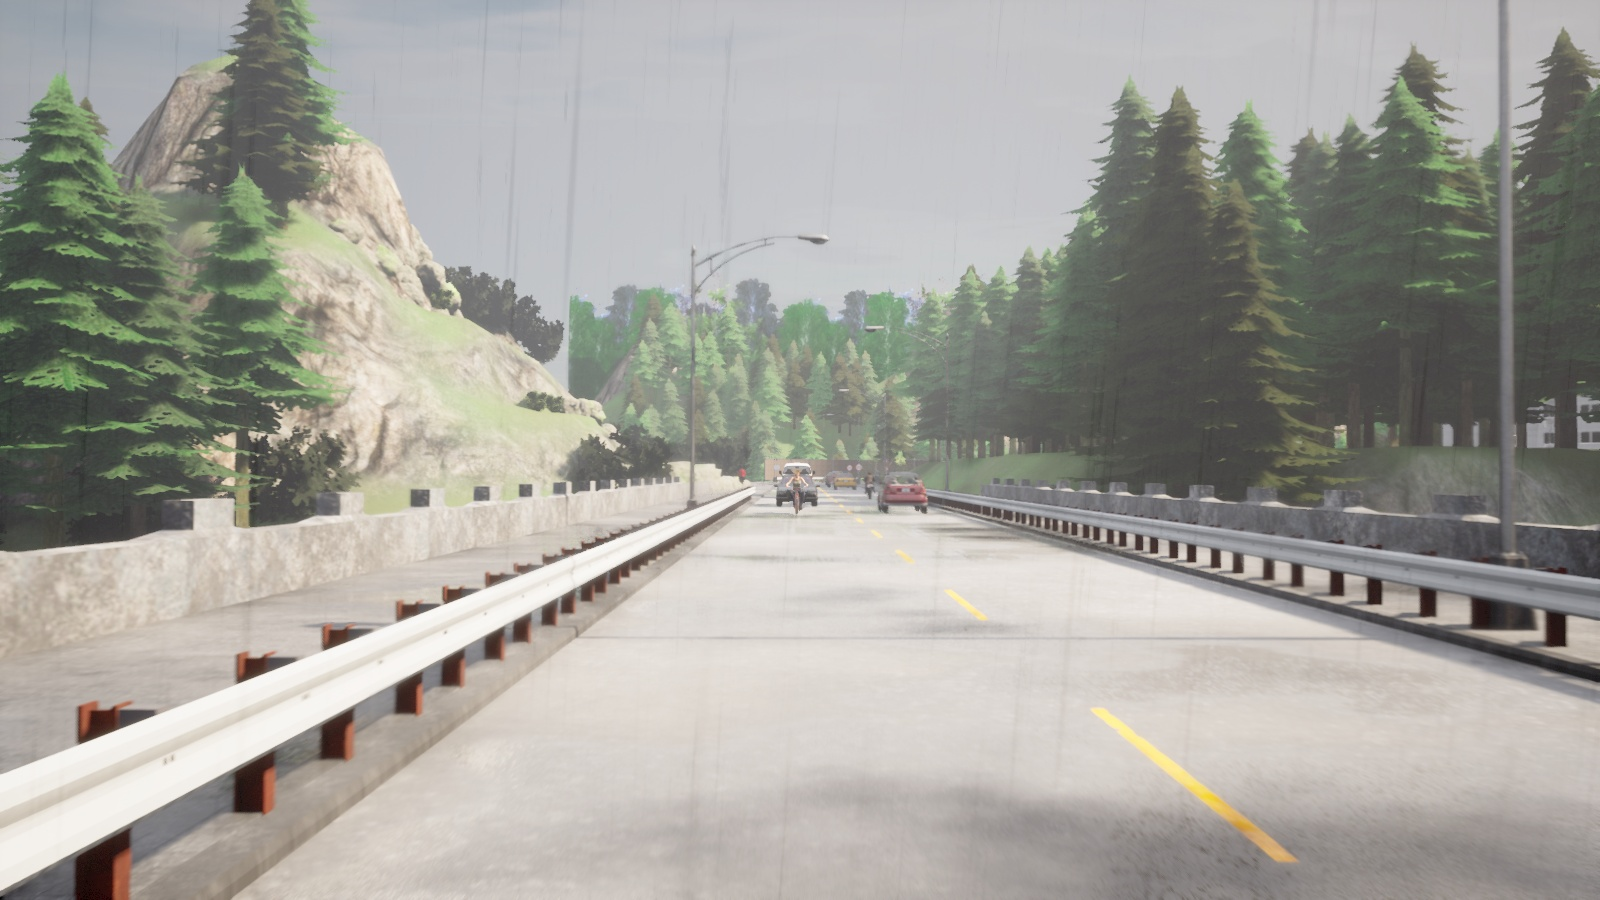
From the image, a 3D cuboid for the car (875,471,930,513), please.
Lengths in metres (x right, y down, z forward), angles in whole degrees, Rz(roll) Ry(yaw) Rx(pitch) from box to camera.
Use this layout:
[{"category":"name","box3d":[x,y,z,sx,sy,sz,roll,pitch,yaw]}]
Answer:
[{"category":"car","box3d":[3.897,1.584,48.192,1.789,1.549,3.705,0,-1,0]}]

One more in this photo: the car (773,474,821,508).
[{"category":"car","box3d":[-0.121,1.803,56.170,2.033,1.411,5.357,0,-1,0]}]

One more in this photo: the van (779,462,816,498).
[{"category":"van","box3d":[-0.160,1.765,73.091,2.069,2.038,4.480,0,-1,0]}]
